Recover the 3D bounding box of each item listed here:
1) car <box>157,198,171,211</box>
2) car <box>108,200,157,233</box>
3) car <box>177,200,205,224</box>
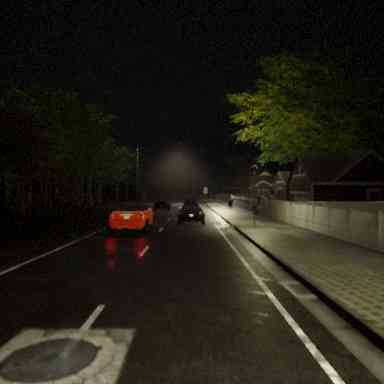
[{"bbox_3d":[-3.670,1.497,41.951,1.882,1.535,5.008,0,0,0],"label":"car"},{"bbox_3d":[-3.524,1.368,19.963,2.097,1.767,4.553,0,0,0],"label":"car"},{"bbox_3d":[-0.060,1.576,24.970,1.994,1.385,4.181,0,0,0],"label":"car"}]
